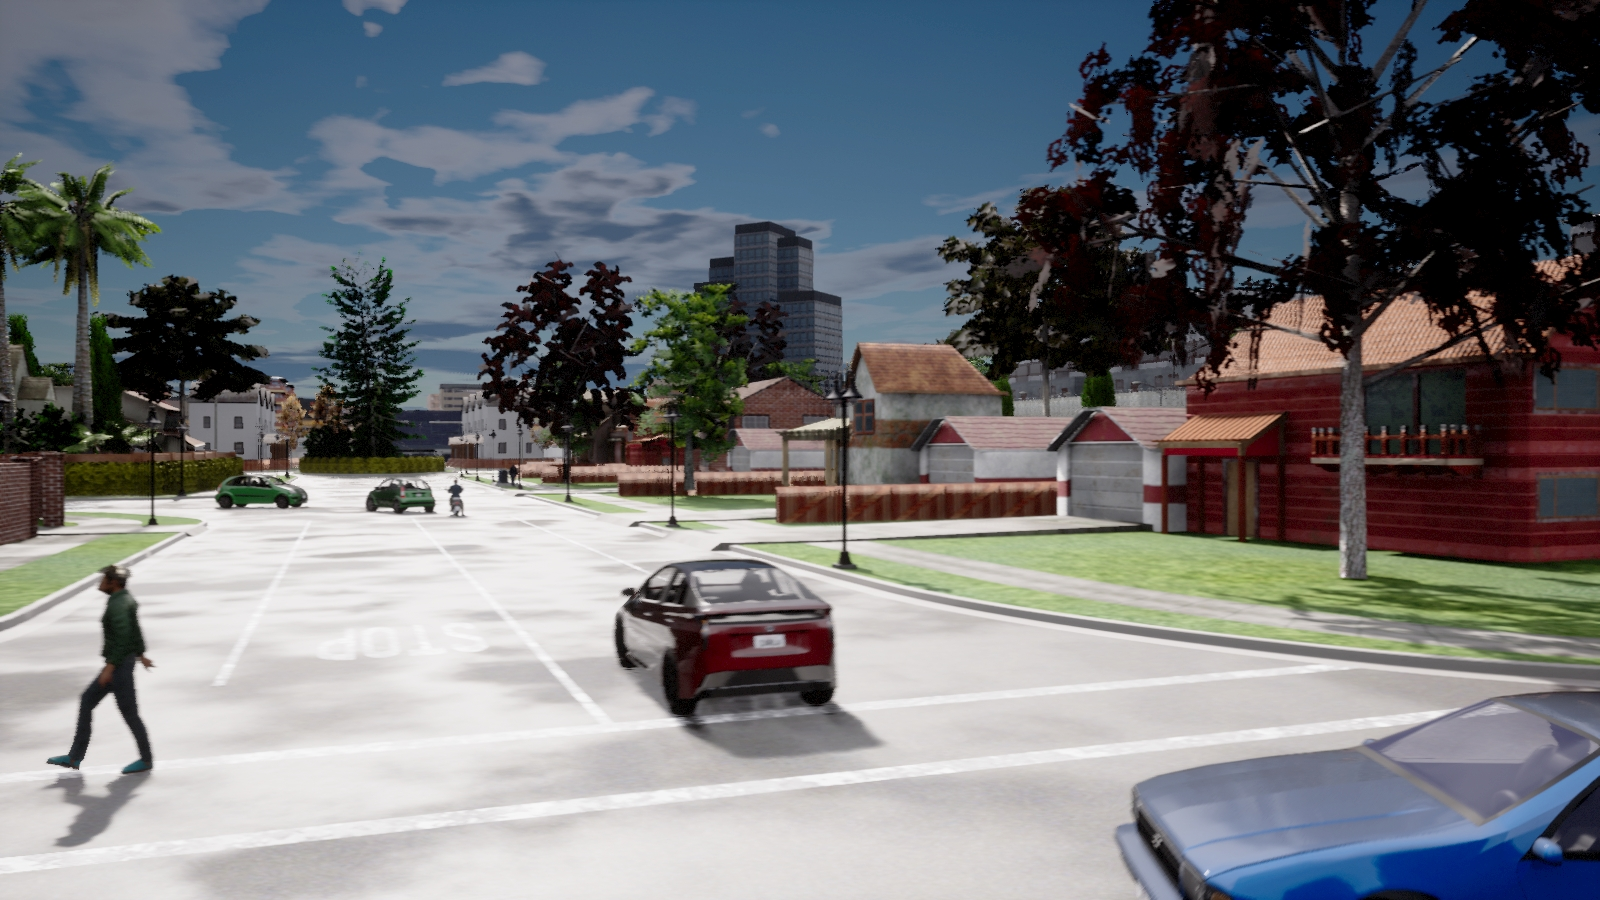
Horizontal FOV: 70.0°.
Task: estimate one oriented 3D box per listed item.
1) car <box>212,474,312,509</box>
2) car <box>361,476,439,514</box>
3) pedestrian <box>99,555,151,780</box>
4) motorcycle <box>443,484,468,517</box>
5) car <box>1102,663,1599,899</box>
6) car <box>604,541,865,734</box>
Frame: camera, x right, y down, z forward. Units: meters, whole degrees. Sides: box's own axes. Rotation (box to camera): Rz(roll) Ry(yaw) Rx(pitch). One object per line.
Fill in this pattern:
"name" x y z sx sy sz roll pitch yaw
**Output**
"car" -25.987 1.988 55.279 3.988 1.617 1.851 0 0 0
"car" -18.437 2.042 52.609 1.851 1.617 3.988 0 0 -45
"pedestrian" -5.842 1.860 9.903 0.375 1.860 0.375 0 0 -29
"motorcycle" -14.809 2.165 49.116 0.856 1.341 1.805 0 0 -22
"car" 4.572 2.089 6.234 5.357 1.411 2.033 0 0 3
"car" -0.995 2.050 13.738 2.007 1.525 4.514 0 0 -19
